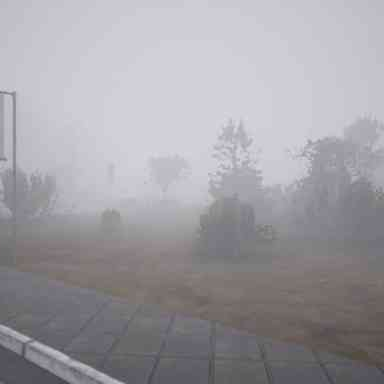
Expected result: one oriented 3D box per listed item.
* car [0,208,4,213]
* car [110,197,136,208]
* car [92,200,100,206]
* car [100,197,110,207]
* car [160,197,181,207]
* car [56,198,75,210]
[{"bbox_3d":[-18.615,1.598,27.971,1.895,1.301,4.718,0,0,39],"label":"car"},{"bbox_3d":[-8.624,1.499,45.956,1.994,1.385,4.181,0,1,39],"label":"car"},{"bbox_3d":[-13.169,1.518,51.780,1.895,1.301,4.718,0,1,39],"label":"car"},{"bbox_3d":[-10.502,1.466,49.513,2.033,1.411,5.357,0,1,39],"label":"car"},{"bbox_3d":[-3.478,1.420,46.768,1.812,1.442,4.674,0,1,39],"label":"car"},{"bbox_3d":[-16.967,1.479,41.495,2.128,1.511,4.902,0,0,39],"label":"car"}]
